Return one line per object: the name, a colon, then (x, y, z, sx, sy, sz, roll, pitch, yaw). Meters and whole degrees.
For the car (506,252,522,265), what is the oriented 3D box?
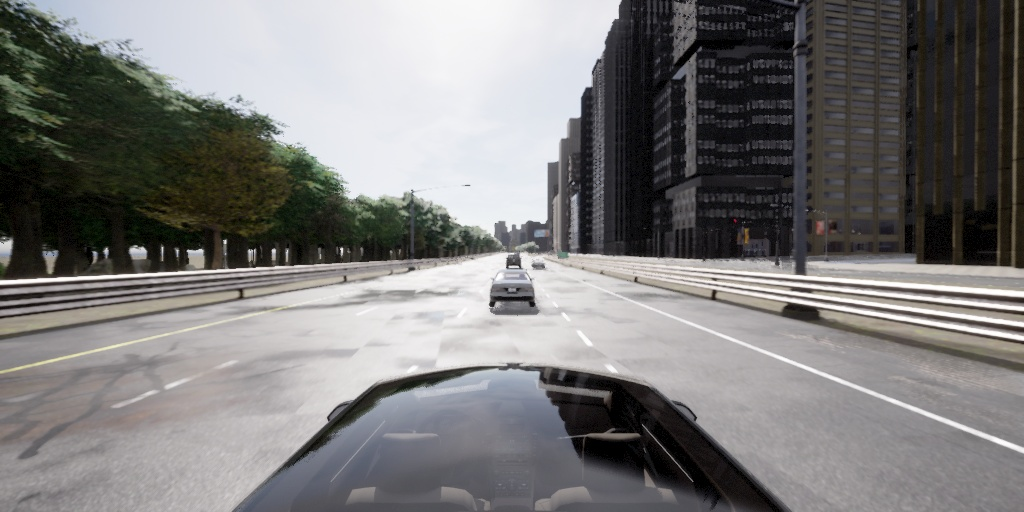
car: (0.262, 0.776, 52.126, 2.150, 2.045, 5.566, 0, 0, 1)

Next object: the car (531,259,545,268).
car: (3.886, 1.144, 54.376, 1.895, 1.301, 4.718, 0, 0, 1)

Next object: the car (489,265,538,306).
car: (0.017, 1.280, 15.690, 2.033, 1.411, 5.357, 0, 0, 0)
